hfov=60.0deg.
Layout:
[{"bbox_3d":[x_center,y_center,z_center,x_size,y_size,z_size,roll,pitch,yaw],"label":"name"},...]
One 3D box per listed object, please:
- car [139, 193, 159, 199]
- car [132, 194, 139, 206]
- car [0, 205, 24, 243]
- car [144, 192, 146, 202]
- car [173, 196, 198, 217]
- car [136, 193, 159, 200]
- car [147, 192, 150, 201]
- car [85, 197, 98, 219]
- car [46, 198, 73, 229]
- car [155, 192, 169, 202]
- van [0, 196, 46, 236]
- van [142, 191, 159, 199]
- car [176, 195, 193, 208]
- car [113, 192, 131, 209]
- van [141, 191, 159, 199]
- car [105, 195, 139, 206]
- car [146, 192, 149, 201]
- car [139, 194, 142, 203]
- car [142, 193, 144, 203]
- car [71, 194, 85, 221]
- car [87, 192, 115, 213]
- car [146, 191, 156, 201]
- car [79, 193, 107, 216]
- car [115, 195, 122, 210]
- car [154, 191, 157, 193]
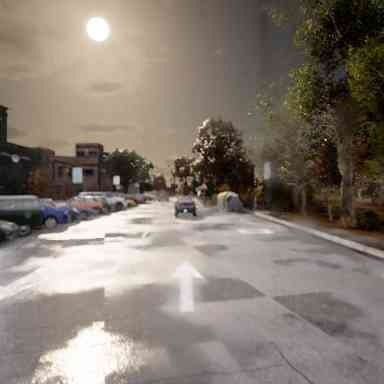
[{"bbox_3d":[-11.415,1.127,88.627,5.008,1.535,2.097,-1,0,-22],"label":"car"},{"bbox_3d":[-10.161,1.270,43.678,5.366,1.575,1.946,-1,0,-21],"label":"car"},{"bbox_3d":[-9.706,1.470,13.585,4.674,1.452,2.002,-1,0,-21],"label":"car"},{"bbox_3d":[-10.613,1.111,55.604,4.553,1.767,2.185,-1,0,-21],"label":"car"},{"bbox_3d":[-0.581,1.330,29.604,1.837,1.490,4.892,0,-1,-1],"label":"car"},{"bbox_3d":[-11.484,1.165,85.556,5.366,1.575,1.946,-1,1,-22],"label":"car"},{"bbox_3d":[-10.713,1.261,61.616,4.674,1.452,2.002,-1,0,-21],"label":"car"},{"bbox_3d":[-9.967,1.402,25.596,4.674,1.452,2.002,-1,0,-21],"label":"car"},{"bbox_3d":[-9.830,1.395,19.586,5.008,1.535,2.097,-1,1,-21],"label":"car"},{"bbox_3d":[-5.472,1.276,63.960,1.994,1.385,4.181,0,0,-1],"label":"car"},{"bbox_3d":[-9.881,1.189,16.537,4.442,1.987,1.878,-1,1,-21],"label":"van"},{"bbox_3d":[-11.712,0.813,94.565,4.442,1.987,1.878,-1,1,-22],"label":"van"},{"bbox_3d":[-1.012,1.251,45.469,2.128,1.511,4.902,0,0,-2],"label":"car"},{"bbox_3d":[-10.191,1.049,37.616,5.566,2.045,2.435,-1,0,-21],"label":"car"},{"bbox_3d":[-11.615,0.859,91.566,4.442,1.987,1.878,-1,1,-22],"label":"van"},{"bbox_3d":[-10.452,1.294,49.609,4.674,1.452,2.002,-1,1,-21],"label":"car"},{"bbox_3d":[-10.617,1.257,58.625,4.792,1.488,2.163,-1,0,-21],"label":"car"},{"bbox_3d":[-10.385,1.013,46.631,5.566,2.045,2.435,-1,0,-21],"label":"car"},{"bbox_3d":[-10.550,1.119,52.604,4.553,1.767,2.185,-1,0,-21],"label":"car"},{"bbox_3d":[-9.937,1.253,22.586,4.553,1.767,2.185,-1,0,-21],"label":"car"},{"bbox_3d":[-10.060,1.203,31.604,4.553,1.767,2.185,-1,1,-21],"label":"car"},{"bbox_3d":[-10.928,1.204,70.614,4.892,1.521,2.231,-1,0,-21],"label":"car"},{"bbox_3d":[-9.999,1.219,28.604,4.553,1.767,2.185,-1,1,-21],"label":"car"},{"bbox_3d":[-10.127,1.344,34.618,4.792,1.488,2.163,-1,0,-21],"label":"car"},{"bbox_3d":[-10.821,1.191,73.682,5.366,1.575,1.946,-1,0,-21],"label":"car"}]
